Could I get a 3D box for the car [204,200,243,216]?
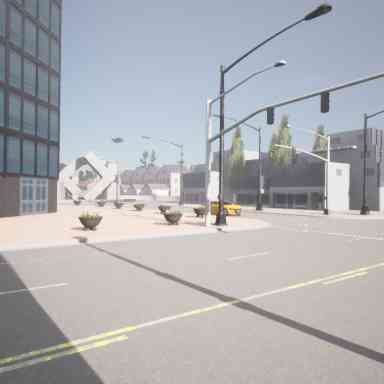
[{"bbox_3d":[2.991,1.564,33.674,1.882,1.535,5.008,1,-1,-35],"label":"car"}]
